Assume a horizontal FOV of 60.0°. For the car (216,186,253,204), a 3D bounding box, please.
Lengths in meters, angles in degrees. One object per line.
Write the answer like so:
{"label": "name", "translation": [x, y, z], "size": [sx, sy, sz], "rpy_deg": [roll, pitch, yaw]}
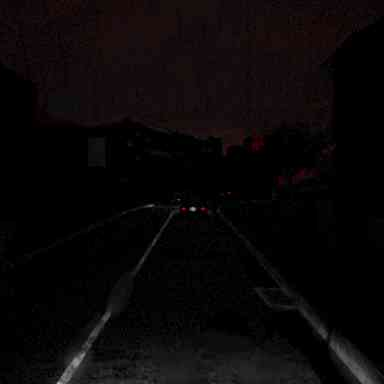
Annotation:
{"label": "car", "translation": [5.136, 0.361, 39.811], "size": [2.150, 2.045, 5.566], "rpy_deg": [-1, -1, 40]}

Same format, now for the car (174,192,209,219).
{"label": "car", "translation": [0.144, 0.993, 22.426], "size": [2.033, 1.411, 5.357], "rpy_deg": [0, 2, 1]}

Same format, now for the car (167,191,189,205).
{"label": "car", "translation": [-0.995, 0.683, 35.942], "size": [1.837, 1.490, 4.892], "rpy_deg": [0, 0, 24]}
